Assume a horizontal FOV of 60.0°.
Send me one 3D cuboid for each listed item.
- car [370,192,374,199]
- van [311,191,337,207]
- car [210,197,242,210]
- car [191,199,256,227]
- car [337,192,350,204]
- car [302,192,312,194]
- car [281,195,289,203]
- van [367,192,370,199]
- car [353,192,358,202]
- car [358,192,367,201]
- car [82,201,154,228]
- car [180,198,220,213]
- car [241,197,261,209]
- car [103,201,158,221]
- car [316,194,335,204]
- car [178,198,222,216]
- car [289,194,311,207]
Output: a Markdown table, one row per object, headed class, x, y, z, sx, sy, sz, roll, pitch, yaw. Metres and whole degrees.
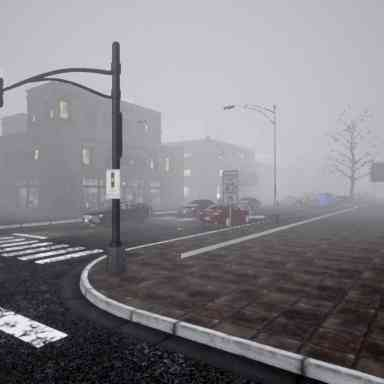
| class | x | y | z | sx | sy | sz | roll | pitch | yaw |
| --- | --- | --- | --- | --- | --- | --- | --- | --- | --- |
| car | 39.158 | 0.973 | 75.040 | 1.887 | 1.381 | 4.507 | 0 | 1 | 35 |
| van | 17.191 | 1.021 | 43.198 | 1.690 | 1.788 | 3.998 | 0 | 1 | 35 |
| car | 4.016 | 1.333 | 38.862 | 1.947 | 1.339 | 4.313 | 0 | 1 | 35 |
| car | 2.175 | 1.403 | 21.436 | 1.887 | 1.381 | 4.507 | 0 | 1 | 35 |
| car | 23.467 | 1.173 | 52.297 | 1.947 | 1.339 | 4.313 | 0 | 1 | 35 |
| car | 22.845 | 0.862 | 66.152 | 2.192 | 1.841 | 5.009 | 0 | 1 | 35 |
| car | 16.569 | 1.201 | 57.056 | 1.802 | 1.307 | 4.206 | 0 | 1 | 35 |
| van | 36.020 | 0.805 | 70.490 | 1.690 | 1.788 | 3.998 | 0 | 1 | 35 |
| car | 26.605 | 1.116 | 56.846 | 1.887 | 1.381 | 4.507 | 0 | 1 | 35 |
| car | 32.882 | 0.939 | 65.942 | 1.967 | 1.590 | 4.097 | 0 | 1 | 35 |
| car | -4.801 | 1.384 | 21.531 | 2.128 | 1.511 | 4.902 | 0 | 0 | 35 |
| car | 0.878 | 1.355 | 34.314 | 2.008 | 1.369 | 4.403 | 0 | 1 | 35 |
| car | 6.264 | 1.287 | 37.556 | 1.812 | 1.442 | 4.674 | 0 | 0 | 35 |
| car | -4.723 | 1.452 | 26.195 | 1.802 | 1.307 | 4.206 | 0 | 1 | 35 |
| car | 22.147 | 1.079 | 54.971 | 1.882 | 1.535 | 5.008 | 0 | 0 | 34 |
| car | 0.701 | 1.353 | 29.499 | 1.812 | 1.442 | 4.674 | 0 | 0 | 35 |
| car | 15.043 | 1.285 | 44.661 | 1.895 | 1.301 | 4.718 | 0 | 0 | 35 |
